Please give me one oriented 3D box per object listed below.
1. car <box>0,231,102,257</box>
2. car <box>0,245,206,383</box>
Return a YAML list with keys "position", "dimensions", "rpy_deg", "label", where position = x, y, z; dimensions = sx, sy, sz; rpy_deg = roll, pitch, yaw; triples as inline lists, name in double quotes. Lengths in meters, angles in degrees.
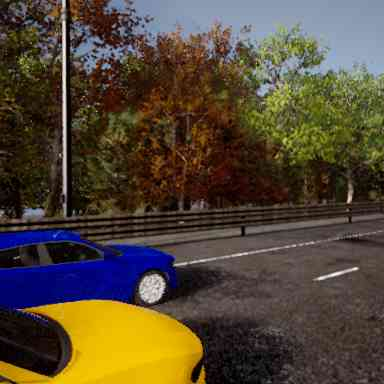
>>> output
- position: [-2.613, 1.467, 6.178]
  dimensions: [5.008, 1.535, 1.882]
  rpy_deg: [0, 0, -36]
  label: "car"
- position: [-2.157, 1.481, 2.210]
  dimensions: [5.008, 1.535, 1.882]
  rpy_deg: [0, 0, -36]
  label: "car"
